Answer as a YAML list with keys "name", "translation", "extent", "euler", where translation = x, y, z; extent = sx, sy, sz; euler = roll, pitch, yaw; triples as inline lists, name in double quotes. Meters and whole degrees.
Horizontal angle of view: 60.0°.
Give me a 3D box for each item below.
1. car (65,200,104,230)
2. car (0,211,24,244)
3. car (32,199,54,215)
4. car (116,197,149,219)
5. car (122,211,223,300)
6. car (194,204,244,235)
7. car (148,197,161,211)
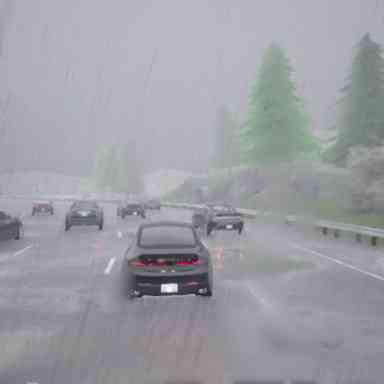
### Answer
- name: "car"
  translation: [-6.589, 1.274, 20.686]
  extent: [2.097, 1.767, 4.553]
  euler: [0, 0, -15]
- name: "car"
  translation: [-8.495, 1.470, 13.678]
  extent: [1.837, 1.490, 4.892]
  euler: [0, 0, -11]
- name: "car"
  translation: [-14.652, 1.421, 32.654]
  extent: [1.812, 1.442, 4.674]
  euler: [0, 0, -25]
- name: "car"
  translation: [-5.180, 1.384, 27.900]
  extent: [1.837, 1.490, 4.892]
  euler: [0, 0, -19]
- name: "car"
  translation: [-0.669, 1.465, 8.375]
  extent: [1.837, 1.490, 4.892]
  euler: [0, 0, -6]
- name: "car"
  translation: [1.268, 1.395, 17.901]
  extent: [2.128, 1.511, 4.902]
  euler: [0, 0, -11]
- name: "car"
  translation: [-4.863, 1.327, 36.378]
  extent: [2.128, 1.511, 4.902]
  euler: [0, 0, -24]
